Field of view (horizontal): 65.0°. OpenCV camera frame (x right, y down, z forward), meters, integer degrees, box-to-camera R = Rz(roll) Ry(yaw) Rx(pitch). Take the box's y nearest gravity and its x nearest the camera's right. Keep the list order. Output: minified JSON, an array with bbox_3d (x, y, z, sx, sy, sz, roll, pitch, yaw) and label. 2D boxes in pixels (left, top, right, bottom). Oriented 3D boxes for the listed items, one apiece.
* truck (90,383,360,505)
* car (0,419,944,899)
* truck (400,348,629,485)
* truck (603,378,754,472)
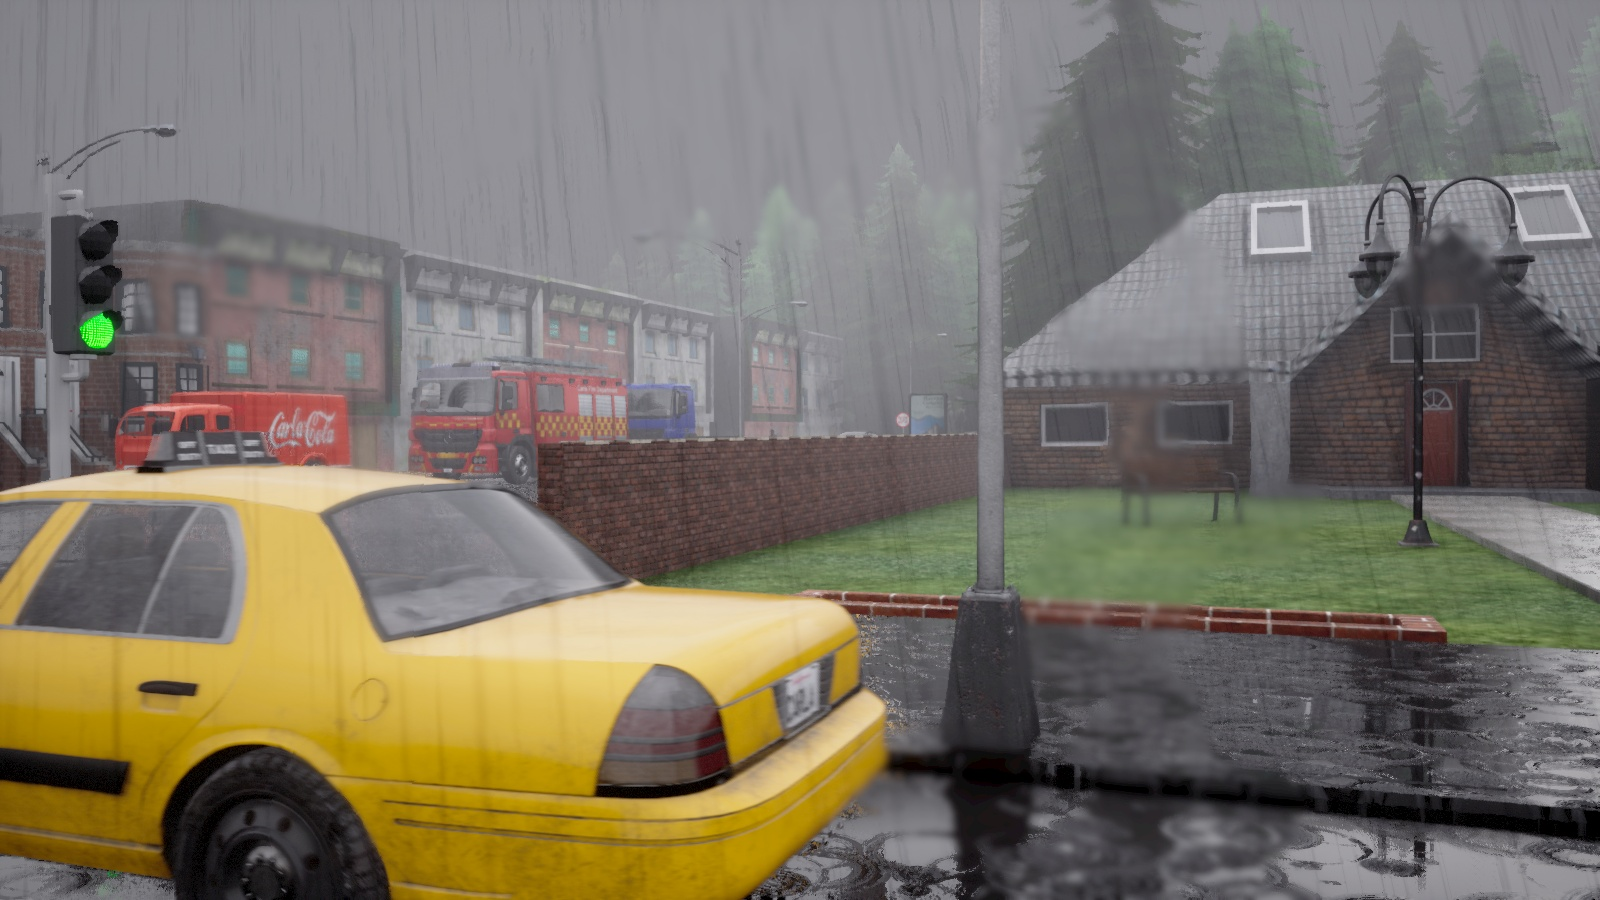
[{"bbox_3d":[-12.732,-0.161,28.262,2.627,2.467,5.204,1,1,20],"label":"truck"},{"bbox_3d":[-2.308,0.683,4.638,5.366,1.575,1.801,1,1,20],"label":"car"},{"bbox_3d":[-8.667,-1.003,39.476,2.891,3.827,8.468,1,1,20],"label":"truck"},{"bbox_3d":[-4.694,-0.980,50.418,2.891,3.462,7.936,1,1,20],"label":"truck"}]
